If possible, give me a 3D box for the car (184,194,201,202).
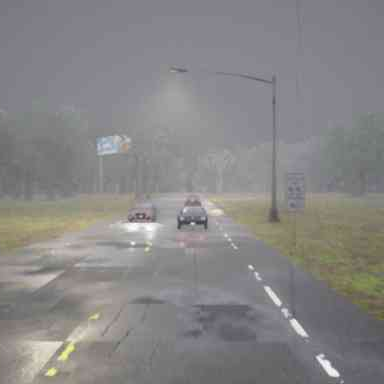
[{"bbox_3d":[0.088,1.083,43.099,2.097,1.767,4.553,0,1,0],"label":"car"}]

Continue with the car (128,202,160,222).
[{"bbox_3d":[-3.567,1.494,25.251,1.994,1.385,4.181,0,0,0],"label":"car"}]

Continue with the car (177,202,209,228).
[{"bbox_3d":[0.053,1.553,21.609,1.895,1.301,4.718,0,0,0],"label":"car"}]
